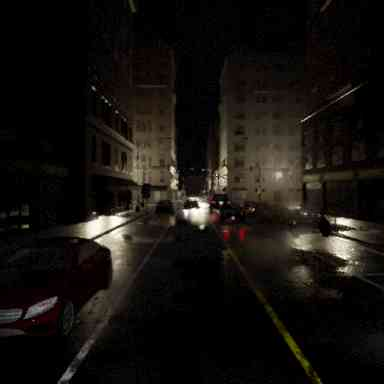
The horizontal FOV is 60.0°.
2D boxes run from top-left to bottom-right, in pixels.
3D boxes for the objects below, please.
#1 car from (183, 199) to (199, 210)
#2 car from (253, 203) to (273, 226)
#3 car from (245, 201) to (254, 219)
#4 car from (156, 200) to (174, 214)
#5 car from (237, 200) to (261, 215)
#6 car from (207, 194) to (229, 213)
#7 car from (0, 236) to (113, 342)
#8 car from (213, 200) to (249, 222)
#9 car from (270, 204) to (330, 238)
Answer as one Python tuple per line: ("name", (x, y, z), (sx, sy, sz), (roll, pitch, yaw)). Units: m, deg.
("car", (-0.088, 1.548, 43.354), (1.994, 1.385, 4.181), (0, 0, 0))
("car", (5.816, 1.537, 23.405), (1.752, 1.417, 4.829), (0, 0, 0))
("car", (5.807, 1.574, 28.822), (1.947, 1.339, 4.313), (0, 0, 0))
("car", (-2.747, 1.520, 34.390), (1.887, 1.381, 4.507), (0, 0, 0))
("car", (5.798, 1.586, 34.407), (1.802, 1.307, 4.206), (0, 0, 0))
("car", (2.926, 1.215, 36.561), (2.150, 2.045, 5.566), (0, 0, 0))
("car", (-2.695, 1.572, 6.462), (1.802, 1.307, 4.206), (0, 0, 0))
("car", (2.988, 1.601, 26.314), (1.895, 1.301, 4.718), (0, 0, 0))
("car", (5.825, 1.565, 17.650), (2.008, 1.369, 4.403), (0, 0, 0))
